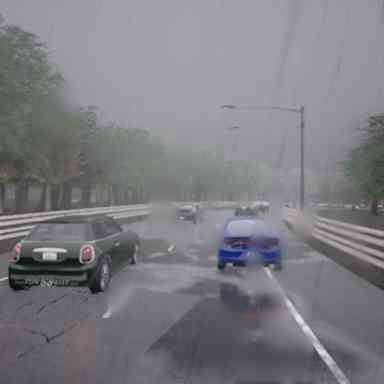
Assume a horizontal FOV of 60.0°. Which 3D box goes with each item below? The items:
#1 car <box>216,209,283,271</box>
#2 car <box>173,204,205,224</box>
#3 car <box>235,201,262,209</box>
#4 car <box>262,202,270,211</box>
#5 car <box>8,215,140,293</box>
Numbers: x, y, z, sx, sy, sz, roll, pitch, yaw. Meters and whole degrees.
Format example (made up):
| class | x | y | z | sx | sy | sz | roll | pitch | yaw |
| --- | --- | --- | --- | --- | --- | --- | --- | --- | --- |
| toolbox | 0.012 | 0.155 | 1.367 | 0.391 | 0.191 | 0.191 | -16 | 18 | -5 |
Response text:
| class | x | y | z | sx | sy | sz | roll | pitch | yaw |
| --- | --- | --- | --- | --- | --- | --- | --- | --- | --- |
| car | 1.838 | 1.564 | 11.350 | 1.882 | 1.535 | 5.008 | 0 | 0 | 6 |
| car | -0.152 | 1.734 | 26.769 | 1.837 | 1.490 | 4.892 | 0 | -1 | 13 |
| car | 6.029 | 1.763 | 36.385 | 2.097 | 1.767 | 4.553 | 0 | -1 | 19 |
| car | 9.555 | 2.080 | 46.492 | 1.882 | 1.535 | 5.008 | 0 | -1 | 24 |
| car | -2.870 | 1.397 | 9.180 | 2.097 | 1.767 | 4.553 | 0 | 0 | 4 |
